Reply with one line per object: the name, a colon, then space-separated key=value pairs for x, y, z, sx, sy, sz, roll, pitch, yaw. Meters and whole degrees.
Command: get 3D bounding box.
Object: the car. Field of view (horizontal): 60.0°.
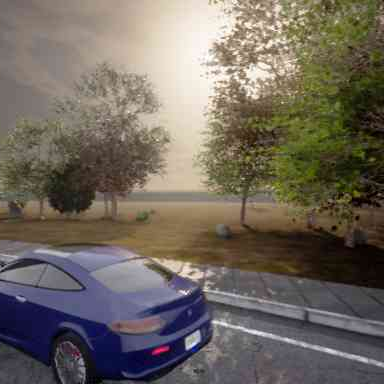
car: x=-1.906 y=1.520 z=5.076 sx=4.674 sy=1.442 sz=1.812 roll=0 pitch=0 yaw=34
